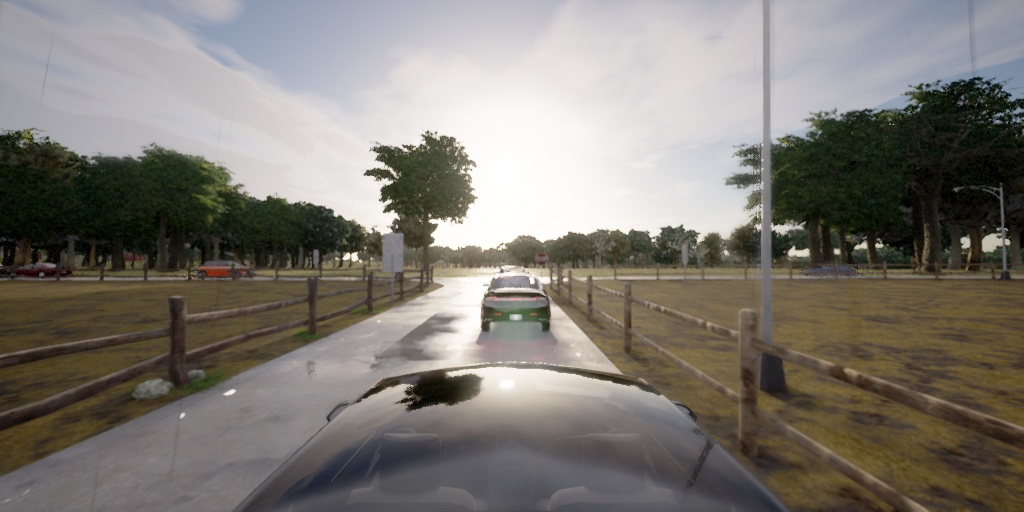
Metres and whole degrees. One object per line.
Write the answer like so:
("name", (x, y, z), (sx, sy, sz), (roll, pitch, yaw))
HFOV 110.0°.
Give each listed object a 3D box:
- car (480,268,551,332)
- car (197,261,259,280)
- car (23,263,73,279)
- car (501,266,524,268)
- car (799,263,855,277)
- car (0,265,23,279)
("car", (0.093, 1.269, 10.985), (2.128, 1.511, 4.902), (0, 0, 0))
("car", (-25.929, 1.245, 32.902), (4.553, 1.767, 2.097), (0, -2, 0))
("car", (-47.072, 1.448, 35.781), (5.008, 1.535, 1.882), (0, -2, 1))
("car", (0.022, 1.326, 20.401), (2.128, 1.511, 4.902), (0, 0, -1))
("car", (30.783, 1.356, 35.114), (4.181, 1.385, 1.994), (0, -2, 6))
("car", (-48.946, 1.233, 32.961), (4.553, 1.767, 2.097), (0, -2, 0))
